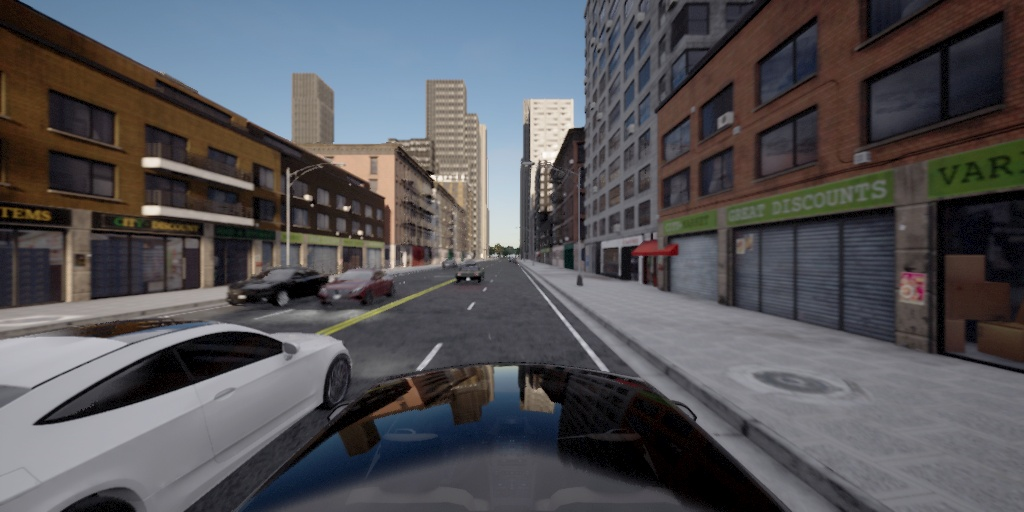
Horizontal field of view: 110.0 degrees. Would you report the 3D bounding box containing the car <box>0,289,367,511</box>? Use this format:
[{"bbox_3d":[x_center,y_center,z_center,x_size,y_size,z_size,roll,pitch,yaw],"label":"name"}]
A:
[{"bbox_3d":[-3.156,1.275,3.139,1.812,1.442,4.674,0,0,0],"label":"car"}]

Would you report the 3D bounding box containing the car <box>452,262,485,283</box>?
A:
[{"bbox_3d":[-3.147,1.357,27.994,1.895,1.301,4.718,0,0,0],"label":"car"}]

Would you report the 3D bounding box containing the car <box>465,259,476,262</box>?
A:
[{"bbox_3d":[-6.550,1.296,56.583,1.837,1.490,4.892,0,0,1],"label":"car"}]

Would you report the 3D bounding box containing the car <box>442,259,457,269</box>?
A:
[{"bbox_3d":[-9.801,1.284,56.583,2.128,1.511,4.902,0,0,0],"label":"car"}]

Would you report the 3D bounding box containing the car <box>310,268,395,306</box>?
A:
[{"bbox_3d":[-6.598,1.273,15.850,1.812,1.442,4.674,0,0,0],"label":"car"}]

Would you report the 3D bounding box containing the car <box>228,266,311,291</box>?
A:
[{"bbox_3d":[-9.848,1.225,15.584,1.882,1.535,5.008,0,0,0],"label":"car"}]
